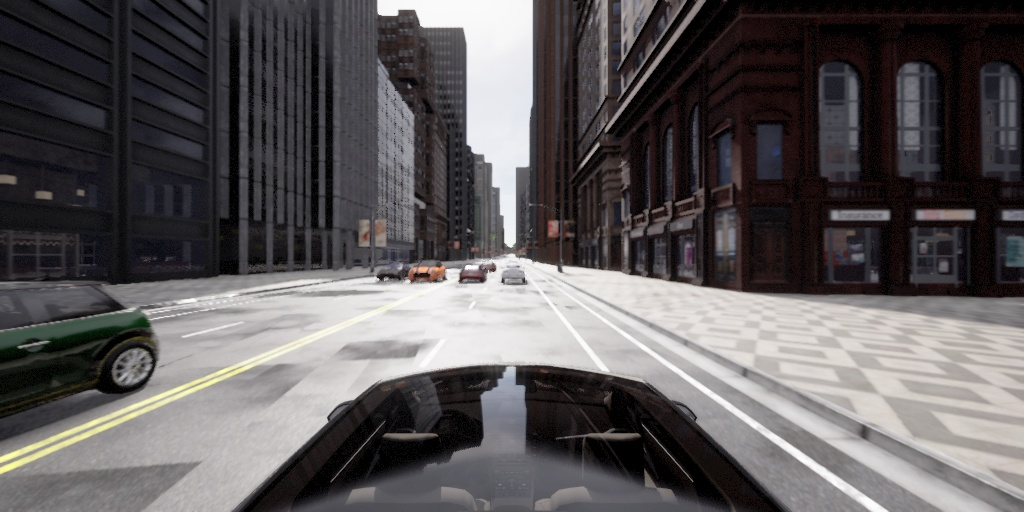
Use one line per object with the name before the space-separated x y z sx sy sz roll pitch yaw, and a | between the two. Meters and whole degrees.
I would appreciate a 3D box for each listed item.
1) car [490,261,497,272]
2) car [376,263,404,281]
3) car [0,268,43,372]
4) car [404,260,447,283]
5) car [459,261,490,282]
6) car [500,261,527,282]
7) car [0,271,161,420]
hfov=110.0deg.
car | -3.136 1.368 48.254 1.994 1.385 4.181 0 0 0
car | -9.773 1.320 30.617 2.033 1.411 5.357 0 0 0
car | -9.840 1.102 4.437 2.097 1.767 4.553 0 0 0
car | -6.544 1.120 28.240 2.097 1.767 4.553 0 0 0
car | -3.143 1.335 29.435 1.994 1.385 4.181 0 0 0
car | 0.107 1.295 28.631 1.812 1.442 4.674 0 0 0
car | -6.591 1.102 3.663 2.097 1.767 4.553 0 0 0
